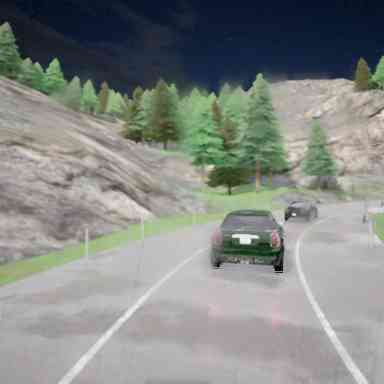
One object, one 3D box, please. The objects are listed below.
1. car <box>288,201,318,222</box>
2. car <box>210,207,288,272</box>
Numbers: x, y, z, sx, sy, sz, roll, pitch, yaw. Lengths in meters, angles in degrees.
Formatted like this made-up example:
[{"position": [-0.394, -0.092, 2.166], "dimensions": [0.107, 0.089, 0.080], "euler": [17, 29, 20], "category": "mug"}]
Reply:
[{"position": [8.396, 1.413, 25.522], "dimensions": [1.812, 1.442, 4.674], "euler": [0, 1, 30], "category": "car"}, {"position": [2.014, 1.365, 11.245], "dimensions": [2.097, 1.767, 4.553], "euler": [0, 0, 15], "category": "car"}]
